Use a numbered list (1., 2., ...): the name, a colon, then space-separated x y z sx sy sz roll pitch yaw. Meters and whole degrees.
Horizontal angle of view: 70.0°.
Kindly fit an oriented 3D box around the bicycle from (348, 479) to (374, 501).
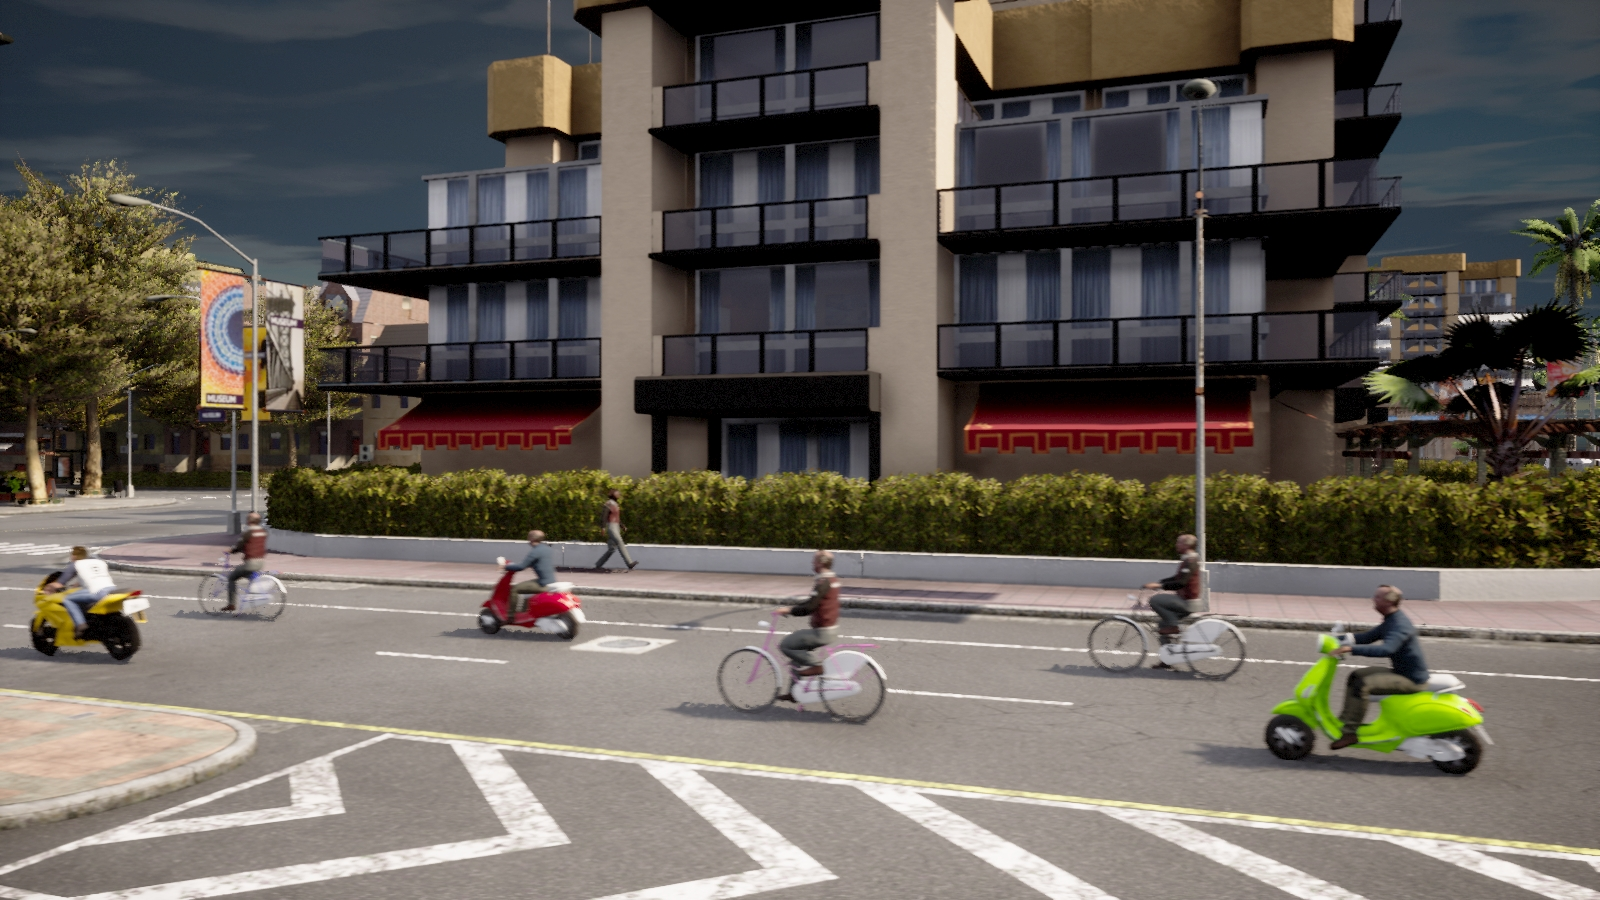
1. bicycle: -24.325 2.206 63.337 0.373 1.196 1.643 0 0 20

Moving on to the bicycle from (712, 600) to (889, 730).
1. bicycle: -0.006 2.210 11.878 1.835 1.171 0.329 0 0 19

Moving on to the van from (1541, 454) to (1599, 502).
1. van: 44.621 1.534 64.808 1.988 2.561 5.915 0 0 8

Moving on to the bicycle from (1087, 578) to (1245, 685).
1. bicycle: 4.487 2.210 14.059 1.835 1.171 0.329 0 0 19

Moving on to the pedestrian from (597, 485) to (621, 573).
1. pedestrian: -4.117 1.696 24.592 0.375 1.860 0.375 0 0 17

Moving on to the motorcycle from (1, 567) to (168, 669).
1. motorcycle: -9.549 2.213 15.258 2.033 1.145 0.803 0 0 20
